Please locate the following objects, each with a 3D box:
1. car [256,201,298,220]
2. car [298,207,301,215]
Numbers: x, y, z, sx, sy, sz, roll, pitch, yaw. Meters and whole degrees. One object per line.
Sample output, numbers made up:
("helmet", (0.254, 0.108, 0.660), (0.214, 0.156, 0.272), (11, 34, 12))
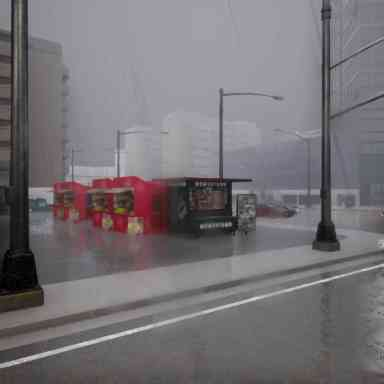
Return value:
("car", (6.867, 1.713, 29.669), (1.994, 1.385, 4.181), (0, -1, -36))
("car", (8.535, 1.667, 33.323), (2.128, 1.511, 4.902), (0, -1, -36))
